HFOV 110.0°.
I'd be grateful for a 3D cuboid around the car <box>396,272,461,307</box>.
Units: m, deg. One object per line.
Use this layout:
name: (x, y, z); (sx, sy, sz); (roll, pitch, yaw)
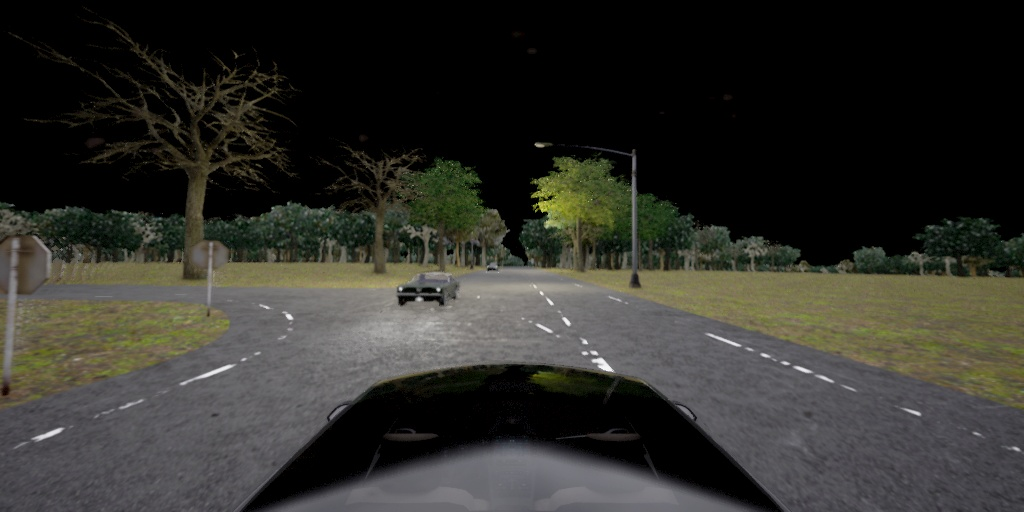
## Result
car: (-3.486, 1.388, 15.663); (1.895, 1.301, 4.718); (1, -1, 0)
